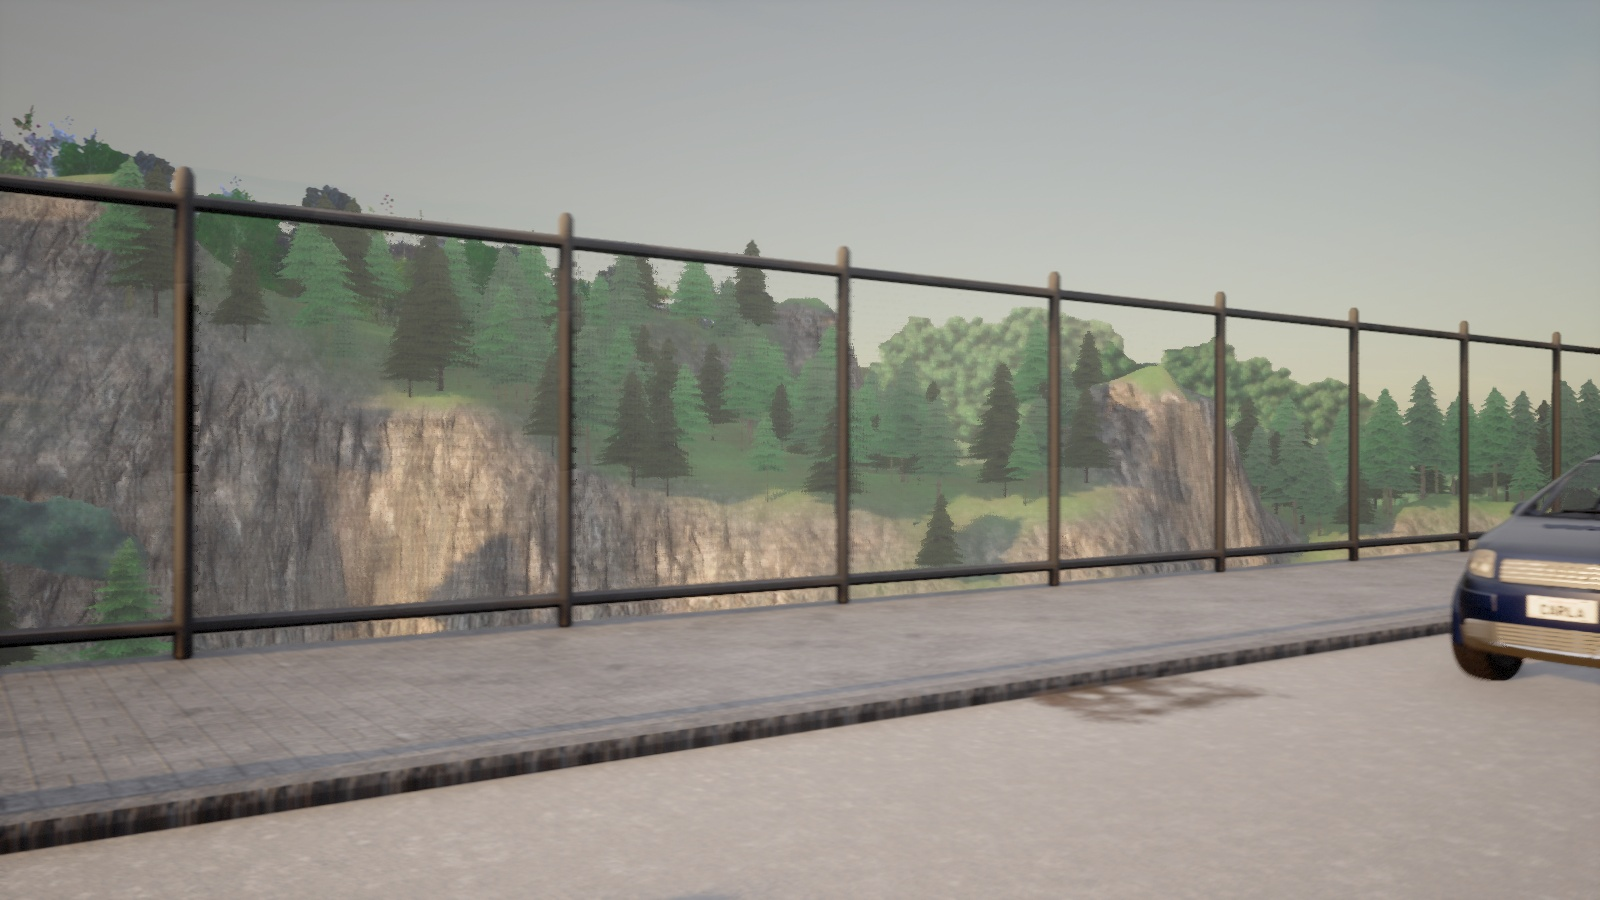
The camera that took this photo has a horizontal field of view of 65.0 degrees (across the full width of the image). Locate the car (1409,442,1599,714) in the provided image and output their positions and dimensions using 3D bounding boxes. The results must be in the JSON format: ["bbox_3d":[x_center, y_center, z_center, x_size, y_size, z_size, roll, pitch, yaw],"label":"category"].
[{"bbox_3d":[5.953,0.731,8.412,3.705,1.549,1.789,0,0,-35],"label":"car"}]
